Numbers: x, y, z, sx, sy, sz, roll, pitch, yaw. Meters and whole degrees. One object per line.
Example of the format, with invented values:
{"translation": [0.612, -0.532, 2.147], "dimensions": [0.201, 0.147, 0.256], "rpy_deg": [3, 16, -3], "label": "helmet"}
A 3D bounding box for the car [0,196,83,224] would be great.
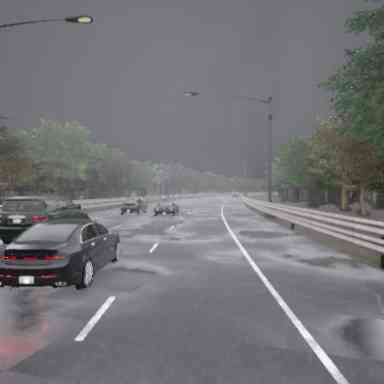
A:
{"translation": [-6.583, 1.193, 15.361], "dimensions": [2.150, 2.045, 5.566], "rpy_deg": [0, 0, 2], "label": "car"}

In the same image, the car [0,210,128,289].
{"translation": [-3.264, 1.490, 9.086], "dimensions": [1.837, 1.490, 4.892], "rpy_deg": [0, 1, 1], "label": "car"}

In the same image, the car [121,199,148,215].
{"translation": [-5.642, 1.451, 32.893], "dimensions": [1.837, 1.490, 4.892], "rpy_deg": [0, 0, 4], "label": "car"}

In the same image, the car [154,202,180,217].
{"translation": [-2.259, 1.553, 31.224], "dimensions": [1.895, 1.301, 4.718], "rpy_deg": [0, 0, 4], "label": "car"}
